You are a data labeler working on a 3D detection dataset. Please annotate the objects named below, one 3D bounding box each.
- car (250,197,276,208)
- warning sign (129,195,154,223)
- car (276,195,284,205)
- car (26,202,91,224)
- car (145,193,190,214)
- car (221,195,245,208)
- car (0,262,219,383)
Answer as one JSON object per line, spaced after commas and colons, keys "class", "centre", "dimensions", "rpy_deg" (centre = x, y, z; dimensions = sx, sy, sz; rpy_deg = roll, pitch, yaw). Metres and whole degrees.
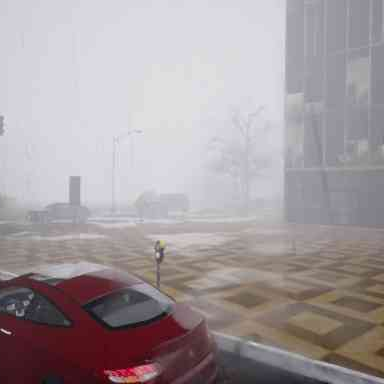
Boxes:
{"class": "car", "centre": [9.709, 1.468, 46.892], "dimensions": [1.812, 1.442, 4.674], "rpy_deg": [1, 1, 35]}
{"class": "warning sign", "centre": [-3.488, 1.141, 22.950], "dimensions": [1.300, 1.860, 1.060], "rpy_deg": [1, 1, 34]}
{"class": "car", "centre": [15.268, 1.275, 55.066], "dimensions": [2.097, 1.767, 4.553], "rpy_deg": [1, 1, 34]}
{"class": "car", "centre": [-9.622, 1.475, 24.314], "dimensions": [1.812, 1.442, 4.674], "rpy_deg": [1, 1, 36]}
{"class": "car", "centre": [-2.421, 1.150, 34.781], "dimensions": [2.150, 2.045, 5.566], "rpy_deg": [1, 1, 34]}
{"class": "car", "centre": [5.857, 1.254, 46.769], "dimensions": [2.097, 1.767, 4.553], "rpy_deg": [1, 1, 35]}
{"class": "car", "centre": [-1.660, 1.581, 4.209], "dimensions": [4.206, 1.307, 1.802], "rpy_deg": [0, 1, 36]}
